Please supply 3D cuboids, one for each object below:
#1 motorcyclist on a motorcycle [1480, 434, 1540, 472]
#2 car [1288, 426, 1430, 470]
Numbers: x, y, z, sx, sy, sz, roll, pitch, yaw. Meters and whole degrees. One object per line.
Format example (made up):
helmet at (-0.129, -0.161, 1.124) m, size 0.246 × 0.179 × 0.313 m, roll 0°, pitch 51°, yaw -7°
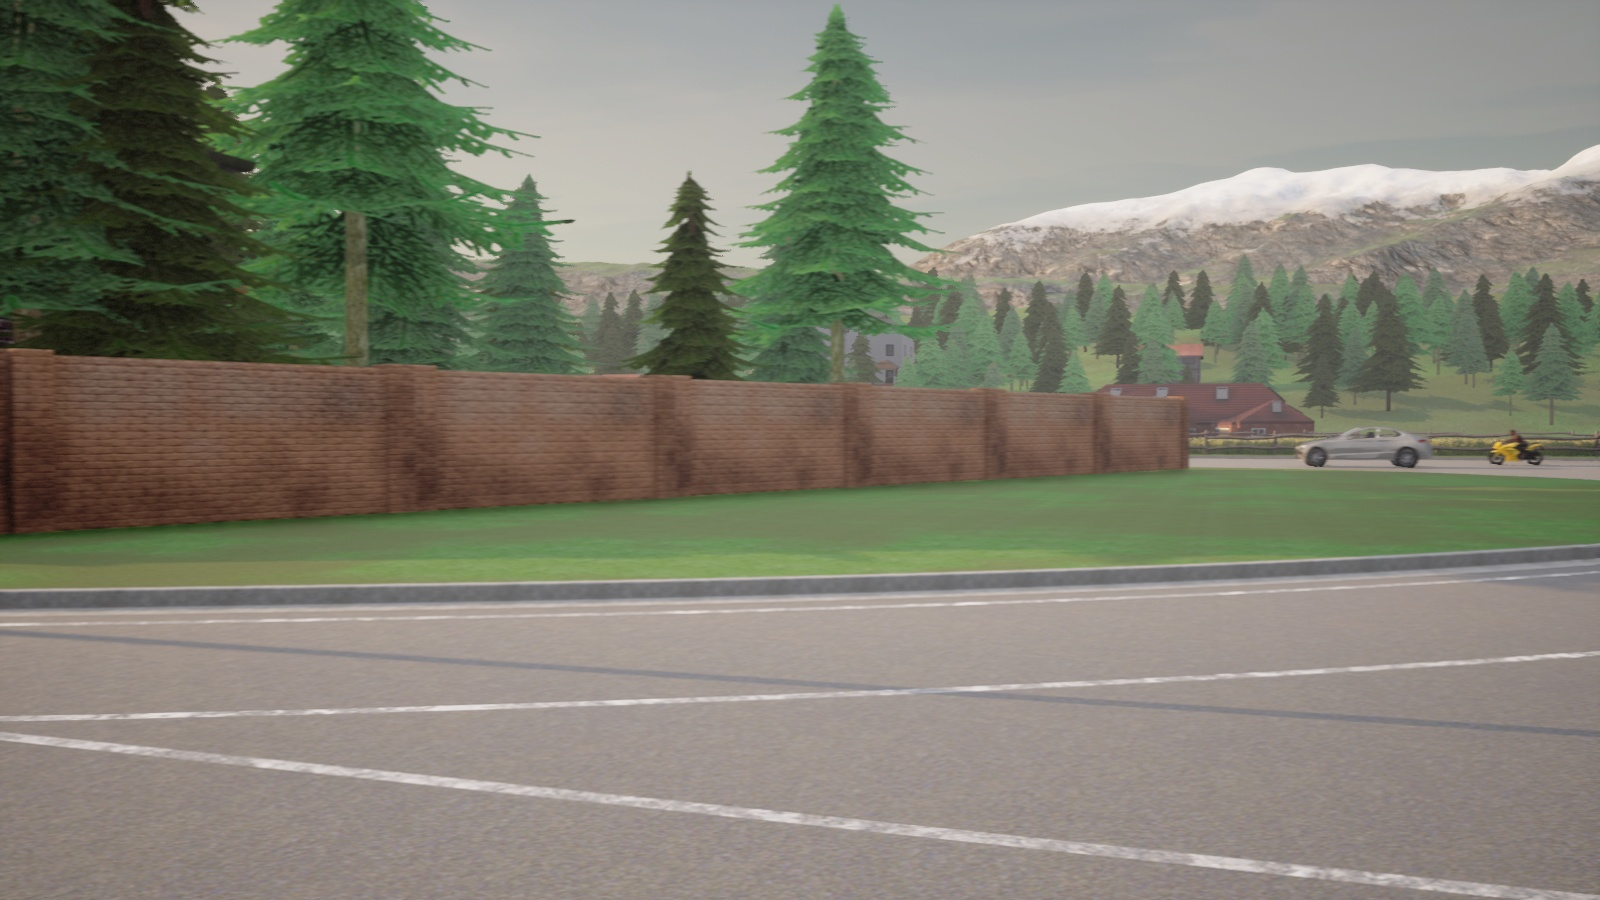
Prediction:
motorcyclist on a motorcycle at (29.381, 0.120, 51.998) m, size 2.044 × 1.523 × 0.797 m, roll 1°, pitch 1°, yaw 19°
car at (22.439, -0.108, 50.656) m, size 5.027 × 1.651 × 2.152 m, roll 1°, pitch 1°, yaw 19°
